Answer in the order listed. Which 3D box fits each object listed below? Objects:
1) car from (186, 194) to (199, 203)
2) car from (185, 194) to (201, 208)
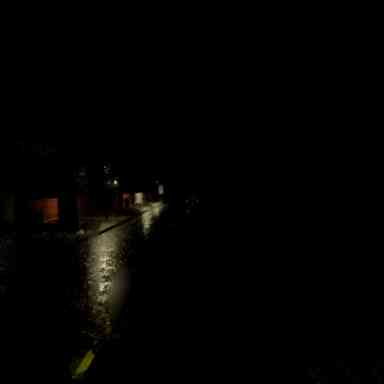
[{"bbox_3d":[0.069,1.130,60.323,2.128,1.511,4.902,0,0,0],"label":"car"},{"bbox_3d":[0.080,1.261,43.795,1.812,1.442,4.674,0,0,0],"label":"car"}]
